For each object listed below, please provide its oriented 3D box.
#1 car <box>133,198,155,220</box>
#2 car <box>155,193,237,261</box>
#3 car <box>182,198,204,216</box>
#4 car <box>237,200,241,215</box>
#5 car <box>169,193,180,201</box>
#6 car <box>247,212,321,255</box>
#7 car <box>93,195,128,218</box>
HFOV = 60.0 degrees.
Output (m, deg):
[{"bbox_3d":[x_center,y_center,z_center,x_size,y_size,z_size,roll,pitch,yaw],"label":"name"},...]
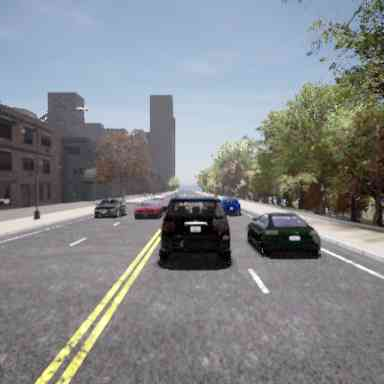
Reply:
[{"bbox_3d":[-3.342,1.391,26.098,1.895,1.301,4.718,0,0,0],"label":"car"},{"bbox_3d":[0.103,1.124,12.049,2.150,2.045,5.566,0,0,0],"label":"car"},{"bbox_3d":[0.108,1.282,30.283,1.812,1.442,4.674,0,0,0],"label":"car"},{"bbox_3d":[3.358,1.231,30.738,1.882,1.535,5.008,0,0,0],"label":"car"},{"bbox_3d":[-3.497,0.946,67.469,1.882,1.535,5.008,0,1,-1],"label":"car"},{"bbox_3d":[3.353,1.460,12.857,1.994,1.385,4.181,0,0,0],"label":"car"},{"bbox_3d":[-6.589,1.287,27.152,1.837,1.490,4.892,0,0,0],"label":"car"}]
